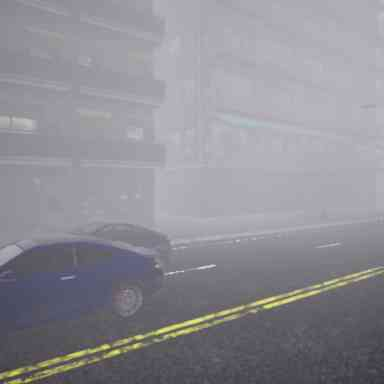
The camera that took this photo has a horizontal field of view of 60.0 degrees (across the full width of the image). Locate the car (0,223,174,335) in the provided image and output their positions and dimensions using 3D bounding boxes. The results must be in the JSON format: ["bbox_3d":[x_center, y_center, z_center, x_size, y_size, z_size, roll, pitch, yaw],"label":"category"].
[{"bbox_3d":[-2.677,1.525,5.781,4.674,1.442,1.812,0,0,-36],"label":"car"}]

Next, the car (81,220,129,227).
[{"bbox_3d":[-2.628,1.558,9.838,4.181,1.385,1.994,0,0,-36],"label":"car"}]
